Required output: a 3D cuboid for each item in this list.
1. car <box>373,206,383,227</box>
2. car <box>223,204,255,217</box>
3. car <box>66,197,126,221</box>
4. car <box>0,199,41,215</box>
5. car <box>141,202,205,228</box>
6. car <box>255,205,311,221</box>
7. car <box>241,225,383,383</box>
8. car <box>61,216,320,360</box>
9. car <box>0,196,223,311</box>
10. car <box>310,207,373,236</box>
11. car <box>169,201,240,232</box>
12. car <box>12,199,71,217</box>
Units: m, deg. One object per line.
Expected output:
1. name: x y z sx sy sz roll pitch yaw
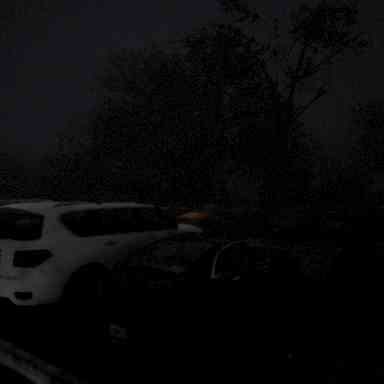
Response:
1. car: 10.165 1.219 15.249 2.435 2.045 5.566 0 0 35
2. car: 3.359 1.475 20.091 2.097 1.535 5.008 0 0 35
3. car: -8.019 1.363 28.118 2.185 1.767 4.553 0 0 35
4. car: -19.357 1.557 36.200 2.097 1.535 5.008 -1 0 35
5. car: -1.187 1.519 23.313 2.002 1.452 4.674 0 0 35
6. car: 5.618 1.503 18.463 2.163 1.488 4.792 0 0 35
7. car: 2.750 1.498 4.471 2.163 1.488 4.792 0 0 35
8. car: 0.481 1.469 6.107 2.231 1.521 4.892 0 0 35
9. car: -1.792 1.219 7.755 2.435 2.045 5.566 0 0 35
10. car: 7.926 1.500 16.903 2.163 1.488 4.792 0 0 35
11. car: 0.980 1.474 21.554 1.946 1.575 5.366 0 0 35
12. car: -14.811 1.519 32.984 2.097 1.535 5.008 -1 0 35
